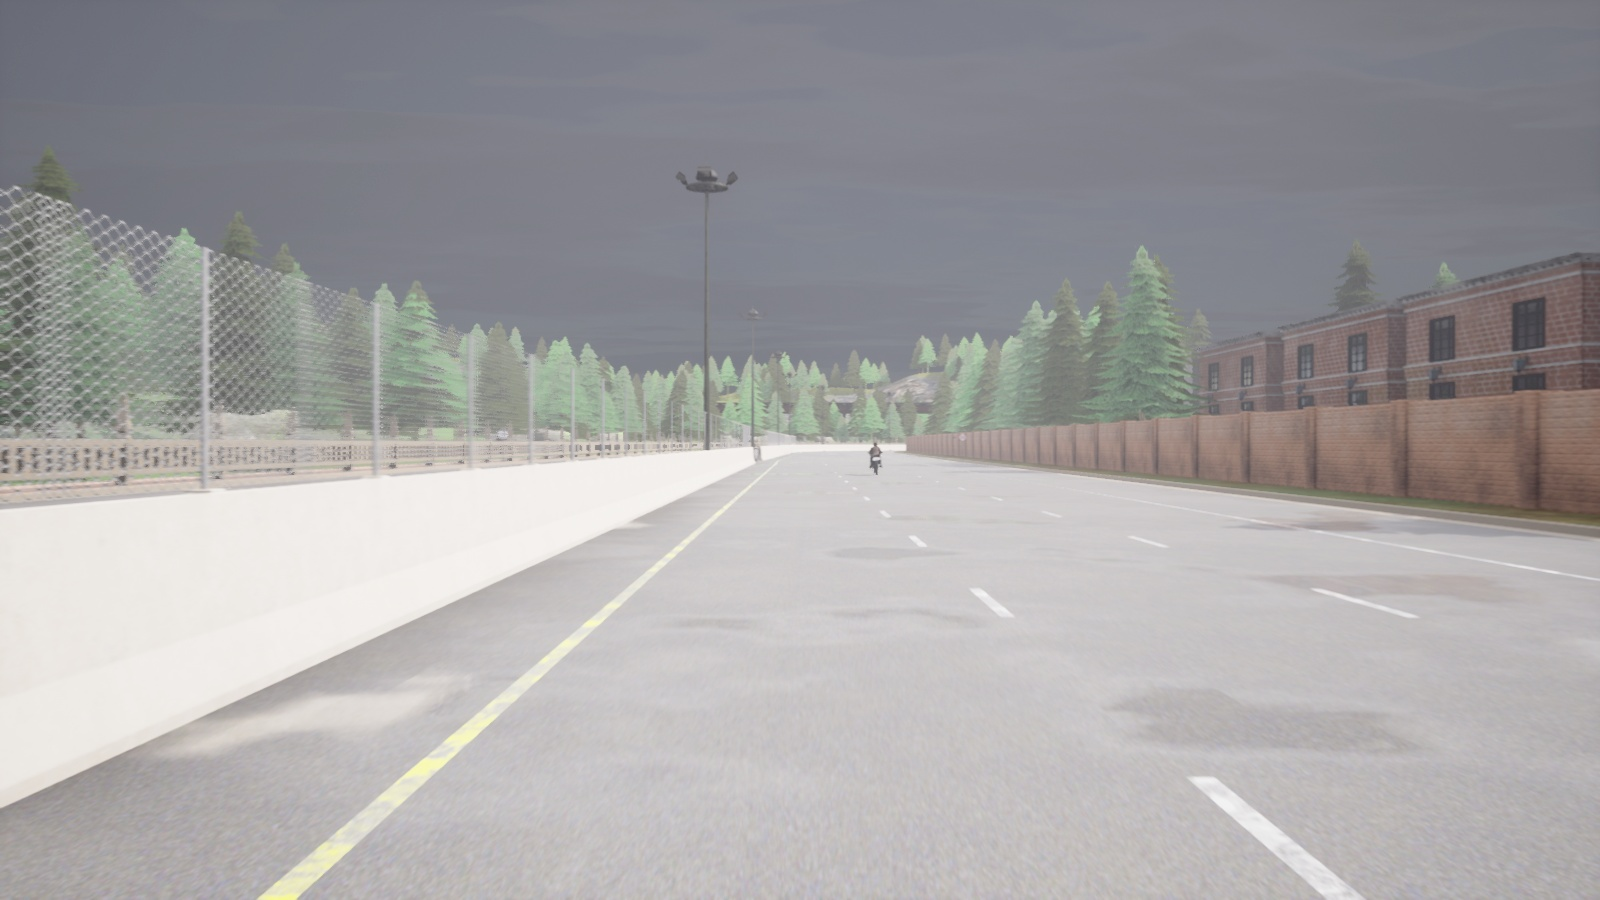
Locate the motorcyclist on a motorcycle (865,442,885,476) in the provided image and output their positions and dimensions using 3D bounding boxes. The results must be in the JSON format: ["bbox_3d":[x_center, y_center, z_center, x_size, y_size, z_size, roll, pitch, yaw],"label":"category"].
[{"bbox_3d":[3.493,0.411,58.797,0.797,1.523,2.044,0,0,0],"label":"motorcyclist on a motorcycle"}]
